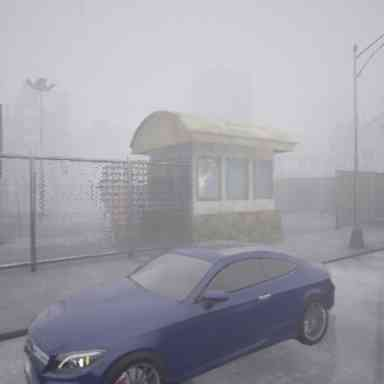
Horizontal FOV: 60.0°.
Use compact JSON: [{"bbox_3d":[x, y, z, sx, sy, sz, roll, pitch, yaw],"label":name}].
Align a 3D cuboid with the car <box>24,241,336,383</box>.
[{"bbox_3d":[0.206,1.504,4.778,4.674,1.442,1.812,-1,0,-35],"label":"car"}]
